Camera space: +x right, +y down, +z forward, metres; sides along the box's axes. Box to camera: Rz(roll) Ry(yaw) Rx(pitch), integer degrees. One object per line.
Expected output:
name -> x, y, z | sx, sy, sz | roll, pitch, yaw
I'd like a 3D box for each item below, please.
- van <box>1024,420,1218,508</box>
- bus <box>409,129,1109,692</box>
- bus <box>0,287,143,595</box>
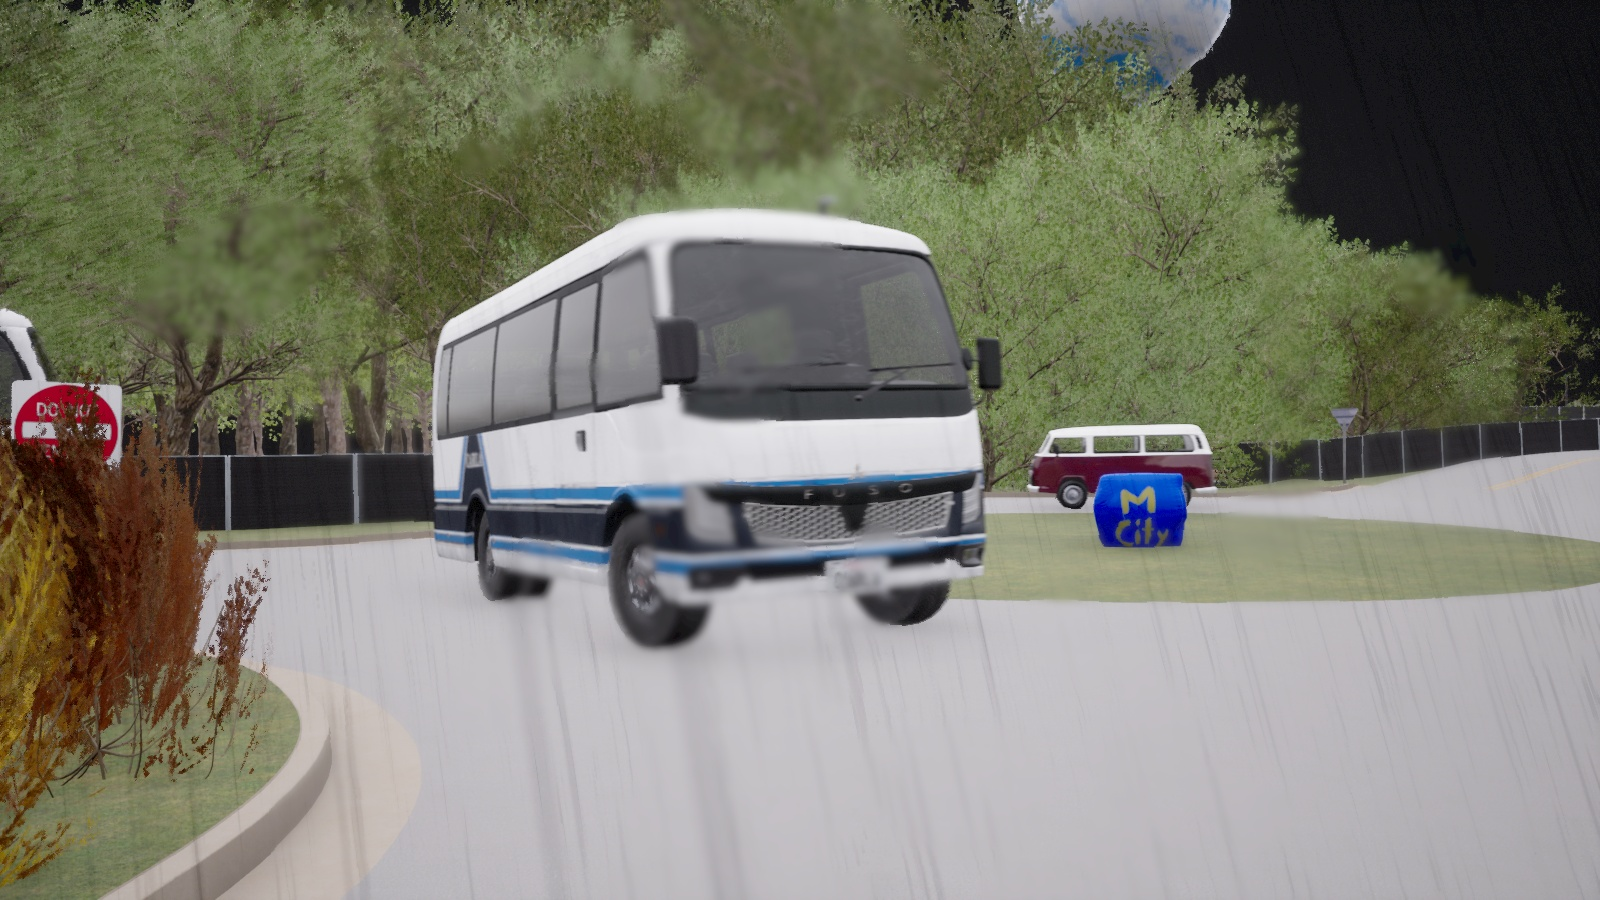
van -> 7.884, 0.339, 31.220 | 4.480, 2.038, 2.069 | -1, 1, 10
bus -> -1.489, -0.194, 14.936 | 3.944, 4.253, 10.273 | -3, -1, -28
bus -> -14.973, -0.077, 17.370 | 10.273, 4.253, 3.944 | 0, -1, -30
